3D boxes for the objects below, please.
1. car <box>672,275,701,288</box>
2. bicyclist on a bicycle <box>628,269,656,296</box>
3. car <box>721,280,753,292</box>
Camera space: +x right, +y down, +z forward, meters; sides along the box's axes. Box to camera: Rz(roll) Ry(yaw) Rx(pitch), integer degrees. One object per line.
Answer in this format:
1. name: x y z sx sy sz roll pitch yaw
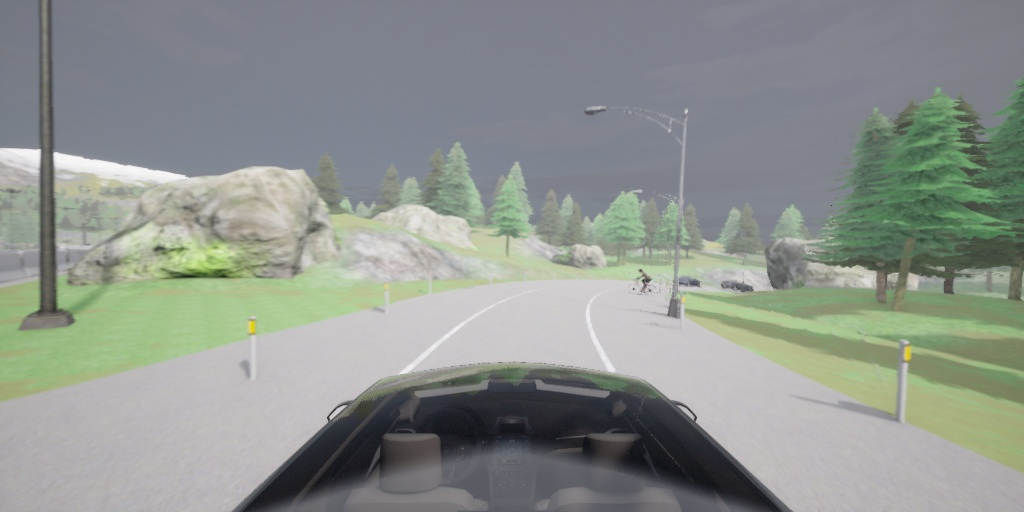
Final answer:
1. car: 22.085 3.152 45.195 4.181 1.385 1.994 6 0 -35
2. bicyclist on a bicycle: 7.987 1.611 21.947 1.656 1.620 0.582 3 0 24
3. car: 31.822 4.176 50.677 4.902 1.511 2.128 7 0 -21
